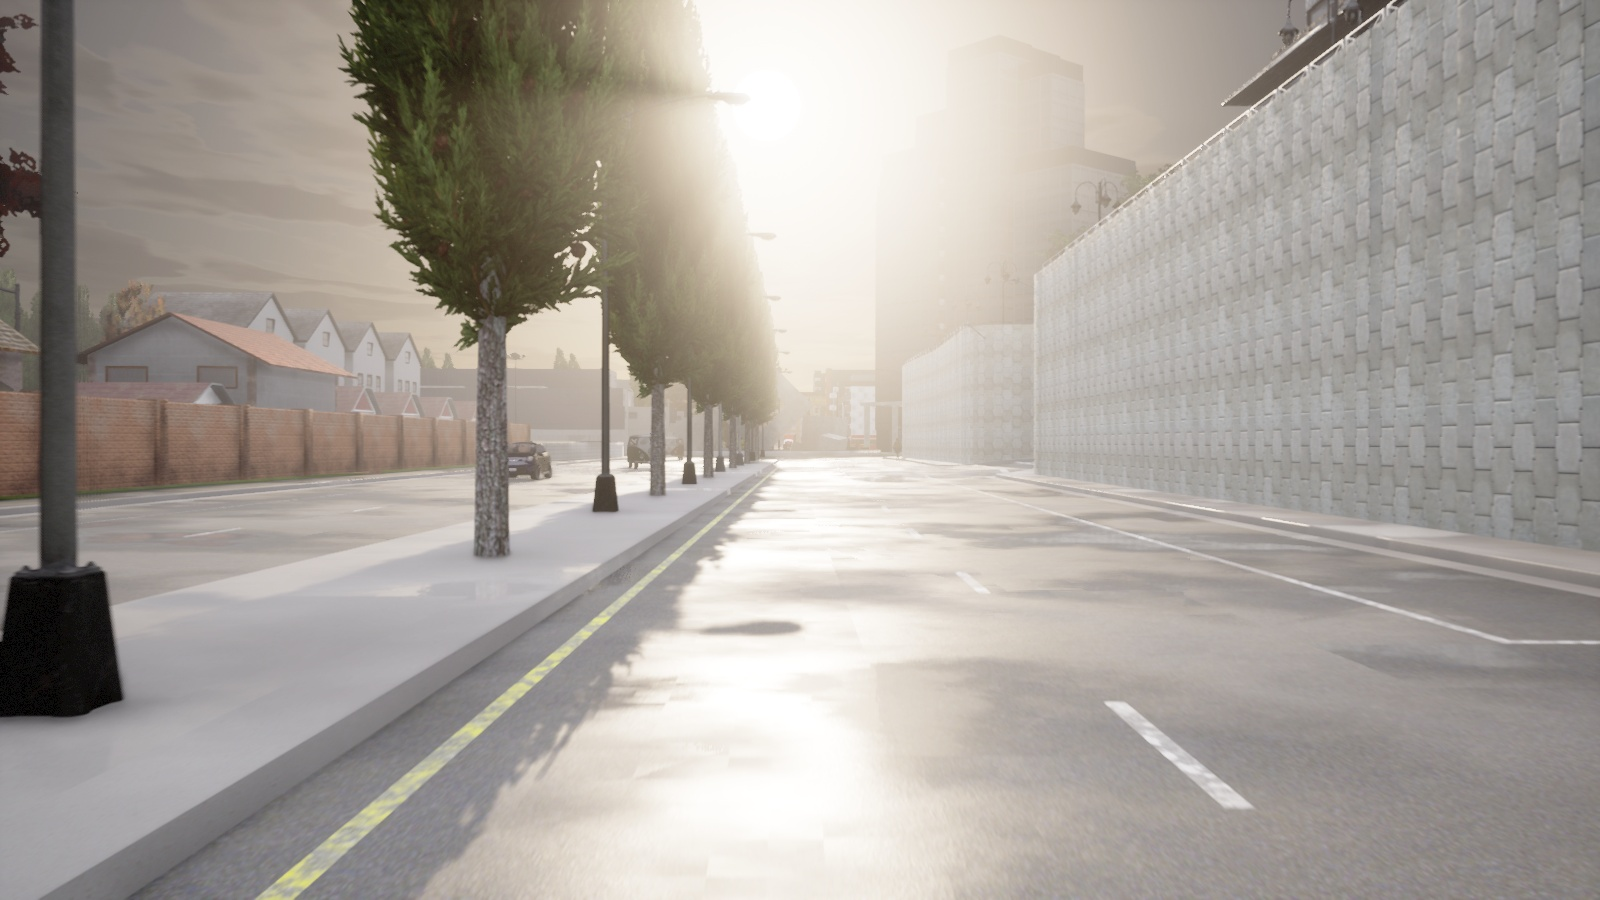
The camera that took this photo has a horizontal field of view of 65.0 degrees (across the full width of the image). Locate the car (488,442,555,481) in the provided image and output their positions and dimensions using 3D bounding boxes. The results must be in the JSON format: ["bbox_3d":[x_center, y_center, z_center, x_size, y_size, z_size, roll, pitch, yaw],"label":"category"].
[{"bbox_3d":[-11.212,0.443,50.769,1.845,1.501,3.633,0,0,0],"label":"car"}]

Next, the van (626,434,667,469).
[{"bbox_3d":[-8.813,0.070,71.860,1.775,1.987,4.442,0,0,-15],"label":"van"}]
